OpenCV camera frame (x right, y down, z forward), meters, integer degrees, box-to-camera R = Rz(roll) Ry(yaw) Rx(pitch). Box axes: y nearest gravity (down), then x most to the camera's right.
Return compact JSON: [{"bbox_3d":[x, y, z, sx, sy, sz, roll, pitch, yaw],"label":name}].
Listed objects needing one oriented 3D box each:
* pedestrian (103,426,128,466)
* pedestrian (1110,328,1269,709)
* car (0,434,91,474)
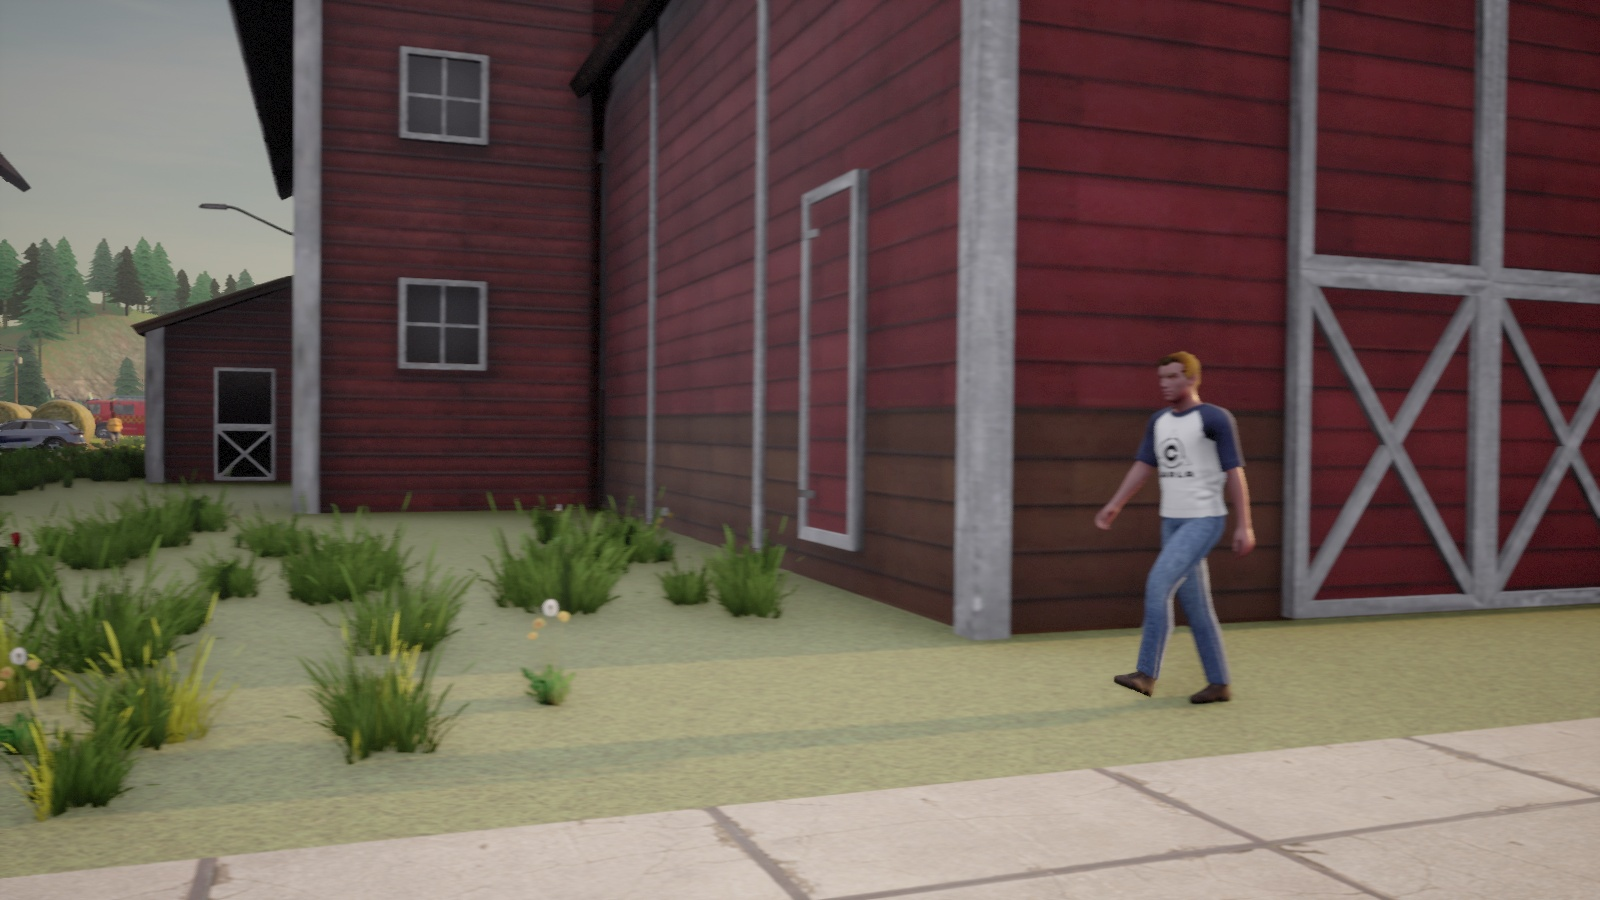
[{"bbox_3d":[-32.467,-0.185,59.550,0.874,1.855,0.900,-1,1,-21],"label":"pedestrian"},{"bbox_3d":[1.973,0.324,6.362,0.706,1.836,0.354,-1,1,-25],"label":"pedestrian"},{"bbox_3d":[-33.462,0.179,54.065,4.856,1.649,2.033,-1,1,-21],"label":"car"}]
